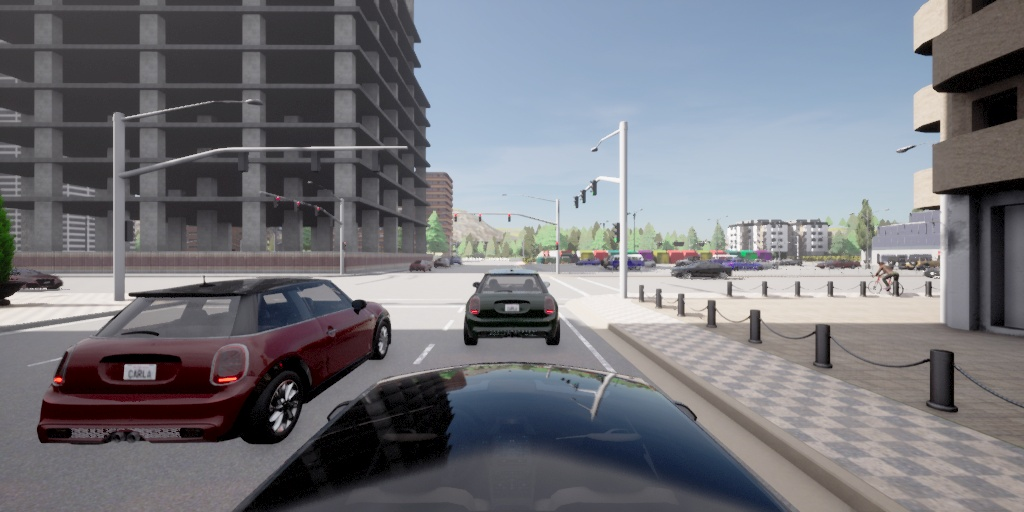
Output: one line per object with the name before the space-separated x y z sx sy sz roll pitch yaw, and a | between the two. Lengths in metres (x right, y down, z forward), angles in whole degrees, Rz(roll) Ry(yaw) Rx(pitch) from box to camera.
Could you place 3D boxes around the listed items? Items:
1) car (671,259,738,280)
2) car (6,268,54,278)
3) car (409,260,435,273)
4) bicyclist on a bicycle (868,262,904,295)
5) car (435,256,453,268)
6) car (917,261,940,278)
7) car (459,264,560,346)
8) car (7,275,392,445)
car | 16.783 1.281 31.848 5.008 1.535 1.882 0 0 0
car | -29.035 1.368 20.813 4.181 1.385 1.994 0 0 0
car | -11.366 1.225 44.749 1.882 1.535 5.008 0 0 0
bicyclist on a bicycle | 18.070 1.105 17.374 0.582 1.620 1.656 0 0 0
car | -11.502 1.098 58.681 2.097 1.767 4.553 0 0 0
car | 39.537 1.368 31.980 4.181 1.385 1.994 0 0 0
car | -0.020 1.102 9.605 2.097 1.767 4.553 0 0 -1
car | -3.483 1.102 5.471 2.097 1.767 4.553 0 0 0
